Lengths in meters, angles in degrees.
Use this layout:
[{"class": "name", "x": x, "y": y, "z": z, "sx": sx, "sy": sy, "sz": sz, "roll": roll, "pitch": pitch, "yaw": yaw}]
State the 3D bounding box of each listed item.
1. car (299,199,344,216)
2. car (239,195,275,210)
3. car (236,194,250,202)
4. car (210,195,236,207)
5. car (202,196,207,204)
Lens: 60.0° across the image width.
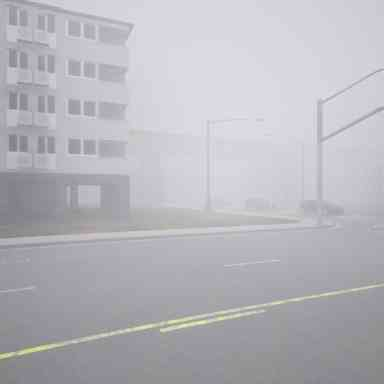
[{"class": "car", "x": 12.926, "y": 1.505, "z": 33.439, "sx": 1.837, "sy": 1.490, "sz": 4.892, "roll": 0, "pitch": 0, "yaw": -25}, {"class": "car", "x": 8.626, "y": 1.491, "z": 42.631, "sx": 2.128, "sy": 1.511, "sz": 4.902, "roll": 0, "pitch": 0, "yaw": -25}, {"class": "car", "x": 10.124, "y": 1.540, "z": 73.304, "sx": 2.033, "sy": 1.411, "sz": 5.357, "roll": 0, "pitch": 0, "yaw": 36}, {"class": "car", "x": 4.497, "y": 1.505, "z": 52.085, "sx": 1.837, "sy": 1.490, "sz": 4.892, "roll": 0, "pitch": 0, "yaw": -20}, {"class": "car", "x": 3.083, "y": 1.507, "z": 64.560, "sx": 1.837, "sy": 1.490, "sz": 4.892, "roll": 0, "pitch": -1, "yaw": 10}]
